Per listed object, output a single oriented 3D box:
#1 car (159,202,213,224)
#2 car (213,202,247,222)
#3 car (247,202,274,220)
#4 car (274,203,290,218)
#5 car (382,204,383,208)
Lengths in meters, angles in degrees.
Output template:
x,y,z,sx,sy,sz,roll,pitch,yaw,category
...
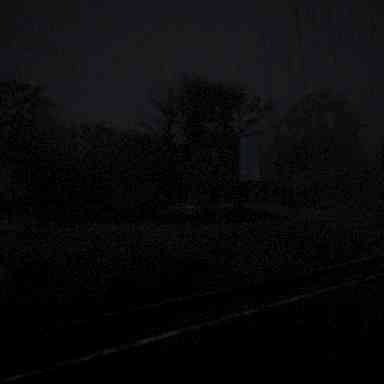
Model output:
x,y,z,sx,sy,sz,roll,pitch,yaw,category
-0.838,1.608,25.945,2.002,1.452,4.674,1,0,-35,car
1.831,1.594,27.845,2.231,1.521,4.892,1,0,-35,car
4.490,1.618,29.754,2.097,1.535,5.008,1,0,-35,car
7.058,1.683,31.575,2.002,1.452,4.674,1,0,-35,car
30.257,1.866,48.104,2.097,1.535,5.008,1,0,-35,car
